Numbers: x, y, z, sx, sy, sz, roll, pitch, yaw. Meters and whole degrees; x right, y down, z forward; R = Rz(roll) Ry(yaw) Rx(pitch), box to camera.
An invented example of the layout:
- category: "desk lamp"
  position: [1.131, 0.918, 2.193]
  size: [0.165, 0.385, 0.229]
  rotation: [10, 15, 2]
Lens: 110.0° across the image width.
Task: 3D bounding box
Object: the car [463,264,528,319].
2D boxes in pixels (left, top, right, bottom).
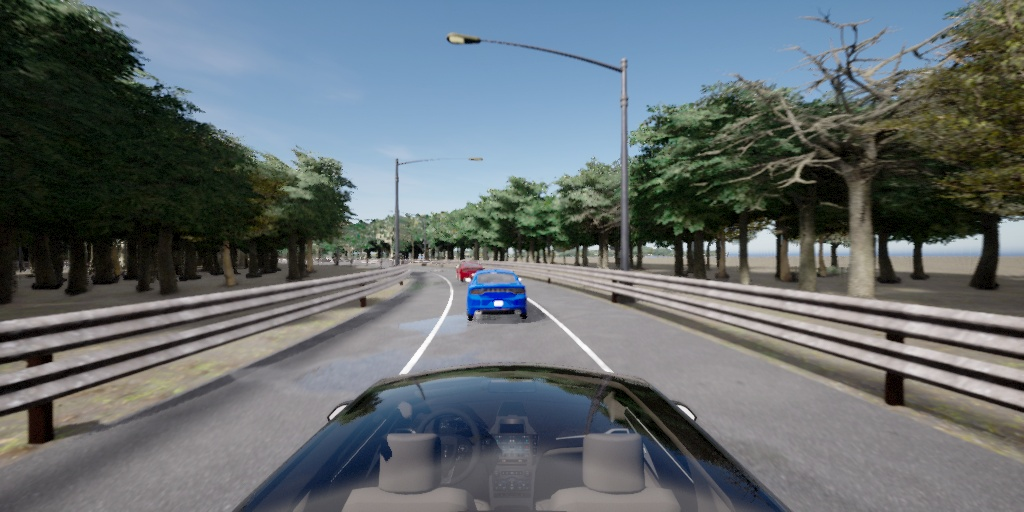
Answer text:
- category: "car"
  position: [-0.630, 1.213, 12.793]
  size: [1.882, 1.535, 5.008]
  rotation: [0, 0, -6]

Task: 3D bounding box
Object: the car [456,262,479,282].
- category: "car"
  position: [-3.386, 1.211, 28.686]
  size: [1.882, 1.535, 5.008]
  rotation: [0, 0, -13]
